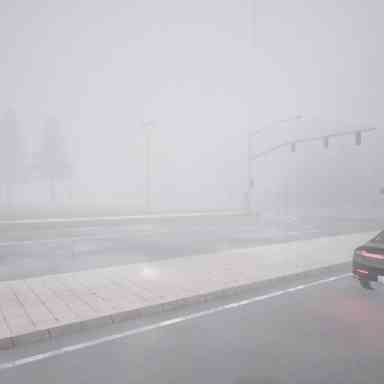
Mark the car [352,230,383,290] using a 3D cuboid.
[{"bbox_3d":[5.717,1.492,7.848,4.902,1.511,2.128,0,0,-36],"label":"car"}]
